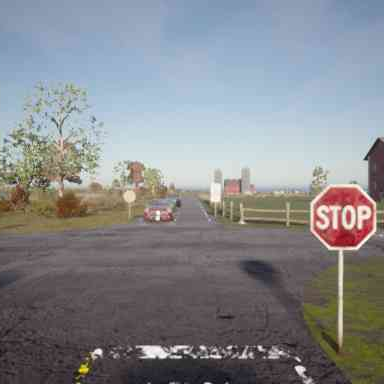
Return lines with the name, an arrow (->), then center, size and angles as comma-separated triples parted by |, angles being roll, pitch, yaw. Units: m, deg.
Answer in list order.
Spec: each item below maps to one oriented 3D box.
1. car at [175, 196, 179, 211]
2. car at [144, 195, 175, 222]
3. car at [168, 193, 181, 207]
car -> -2.816, 1.516, 37.384 | 1.812, 1.442, 4.674 | 0, 0, 0
car -> -2.574, 1.345, 26.064 | 2.097, 1.767, 4.553 | 0, 0, -3
car -> -2.785, 1.209, 50.863 | 2.150, 2.045, 5.566 | 0, 0, 0
